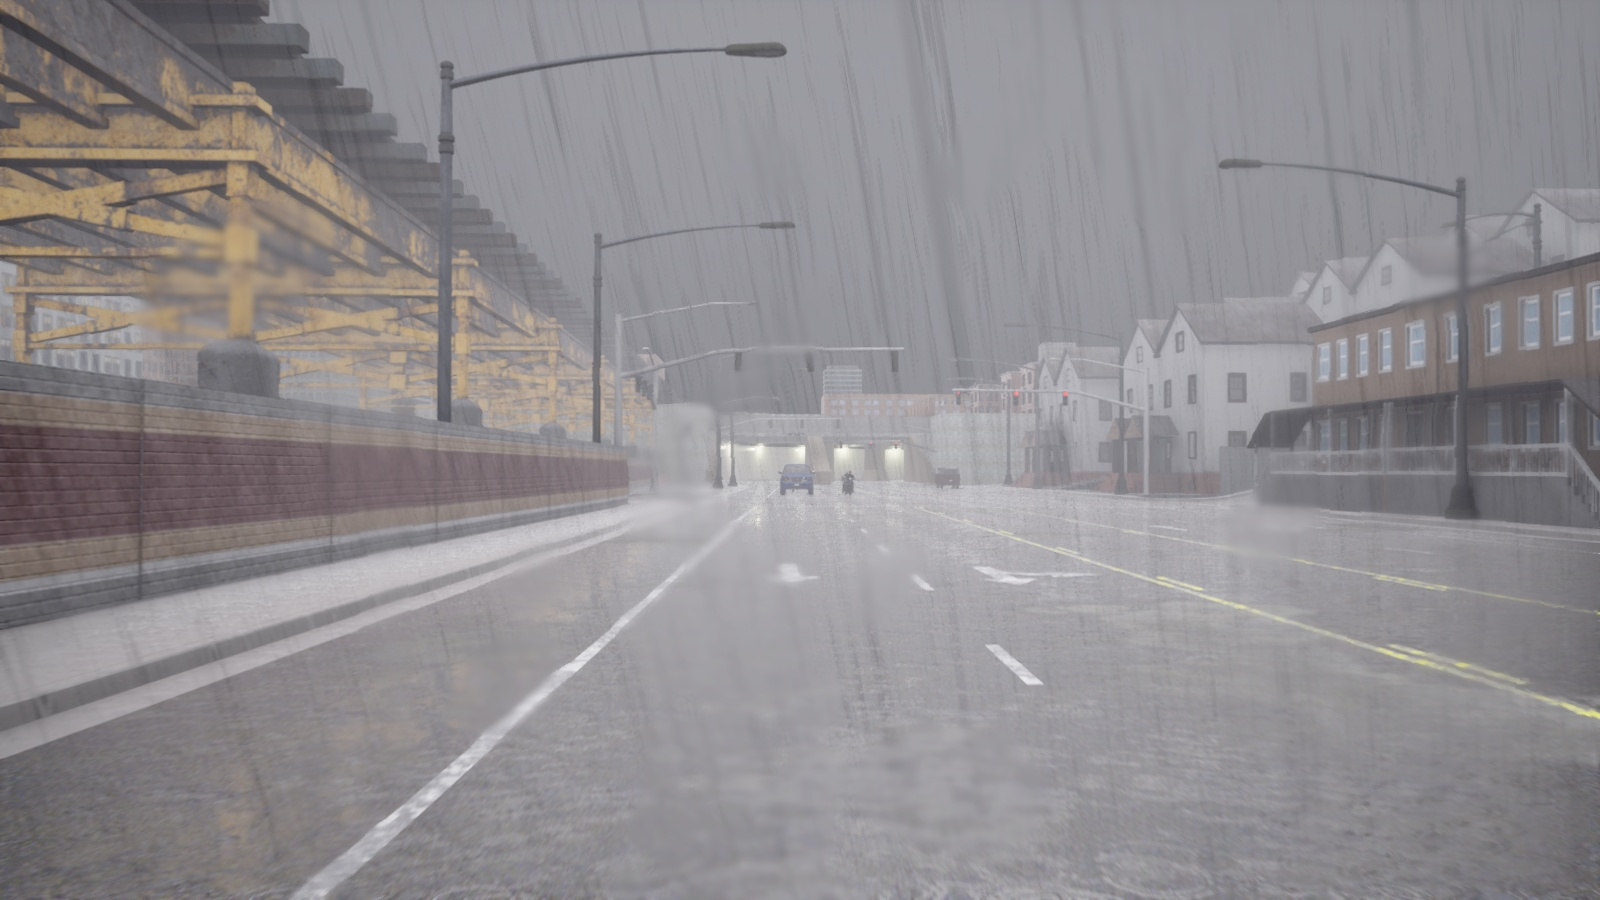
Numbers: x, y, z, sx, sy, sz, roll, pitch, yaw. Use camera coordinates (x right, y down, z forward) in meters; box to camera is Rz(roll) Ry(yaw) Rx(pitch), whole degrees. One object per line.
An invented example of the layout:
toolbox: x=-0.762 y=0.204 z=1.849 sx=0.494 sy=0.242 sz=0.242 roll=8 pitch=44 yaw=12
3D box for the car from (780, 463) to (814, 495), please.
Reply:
car: x=-0.188 y=1.940 z=83.991 sx=2.150 sy=2.045 sz=5.566 roll=0 pitch=-1 yaw=0
